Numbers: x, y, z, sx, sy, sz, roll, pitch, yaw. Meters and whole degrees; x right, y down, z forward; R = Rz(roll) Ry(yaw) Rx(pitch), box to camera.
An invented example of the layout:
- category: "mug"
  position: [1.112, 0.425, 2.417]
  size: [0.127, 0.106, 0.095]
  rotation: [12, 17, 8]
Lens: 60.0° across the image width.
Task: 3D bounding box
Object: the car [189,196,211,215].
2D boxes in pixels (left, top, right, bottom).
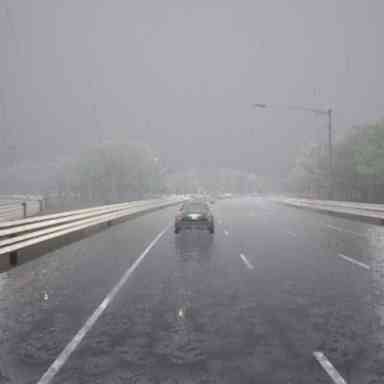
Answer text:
- category: "car"
  position: [0.925, 1.345, 35.347]
  size: [2.097, 1.767, 4.553]
  rotation: [0, 0, 4]

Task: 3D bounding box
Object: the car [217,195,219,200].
- category: "car"
  position: [3.311, 1.585, 60.219]
  size: [1.895, 1.301, 4.718]
  rotation: [0, 0, 7]

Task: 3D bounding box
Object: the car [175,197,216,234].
- category: "car"
  position: [0.186, 1.347, 19.521]
  size: [2.097, 1.767, 4.553]
  rotation: [0, 0, 2]

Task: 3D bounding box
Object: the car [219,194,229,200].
- category: "car"
  position: [7.937, 1.329, 88.348]
  size: [2.097, 1.767, 4.553]
  rotation: [0, 0, 12]
